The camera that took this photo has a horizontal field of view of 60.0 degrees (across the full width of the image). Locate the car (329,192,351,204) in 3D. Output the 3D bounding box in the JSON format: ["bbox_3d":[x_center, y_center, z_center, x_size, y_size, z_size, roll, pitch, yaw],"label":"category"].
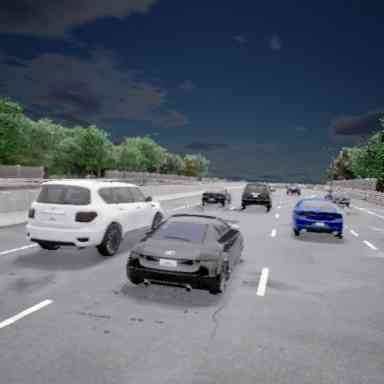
[{"bbox_3d":[14.345,0.662,32.923,2.033,1.411,5.357,3,3,15],"label":"car"}]

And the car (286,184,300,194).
[{"bbox_3d":[17.219,-0.510,56.378,2.097,1.767,4.553,3,3,16],"label":"car"}]

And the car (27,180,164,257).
[{"bbox_3d":[-2.733,0.667,10.845,2.150,2.045,5.566,3,2,16],"label":"car"}]

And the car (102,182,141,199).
[{"bbox_3d":[-7.191,-0.200,34.512,1.837,1.490,4.892,3,3,16],"label":"car"}]

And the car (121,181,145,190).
[{"bbox_3d":[-9.272,-1.003,52.876,1.895,1.301,4.718,3,3,16],"label":"car"}]

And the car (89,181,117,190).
[{"bbox_3d":[-13.510,-1.049,50.711,1.895,1.301,4.718,3,3,16],"label":"car"}]

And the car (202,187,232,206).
[{"bbox_3d":[2.243,0.359,28.598,1.882,1.535,5.008,3,3,16],"label":"car"}]

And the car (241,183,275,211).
[{"bbox_3d":[5.281,0.302,26.444,2.150,2.045,5.566,3,3,16],"label":"car"}]

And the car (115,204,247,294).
[{"bbox_3d":[0.108,1.224,8.085,1.994,1.385,4.181,3,2,16],"label":"car"}]

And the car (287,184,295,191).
[{"bbox_3d":[25.143,-1.224,84.616,1.882,1.535,5.008,3,2,16],"label":"car"}]

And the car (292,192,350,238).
[{"bbox_3d":[5.683,1.040,15.358,1.882,1.535,5.008,3,2,16],"label":"car"}]

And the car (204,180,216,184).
[{"bbox_3d":[4.007,-1.739,73.985,2.097,1.767,4.553,3,2,16],"label":"car"}]

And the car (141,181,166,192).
[{"bbox_3d":[-5.903,-0.898,51.936,2.033,1.411,5.357,3,3,16],"label":"car"}]
